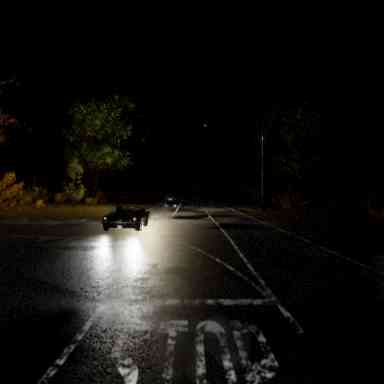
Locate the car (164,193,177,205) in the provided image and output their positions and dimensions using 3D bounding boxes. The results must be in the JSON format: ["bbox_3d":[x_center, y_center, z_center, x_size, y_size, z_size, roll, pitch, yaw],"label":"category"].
[{"bbox_3d":[-3.930,1.240,61.610,2.150,2.045,5.566,0,0,-1],"label":"car"}]

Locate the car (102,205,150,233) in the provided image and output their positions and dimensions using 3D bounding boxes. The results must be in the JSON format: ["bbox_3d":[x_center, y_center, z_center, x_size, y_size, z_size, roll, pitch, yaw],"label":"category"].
[{"bbox_3d":[-3.508,1.375,18.299,1.895,1.301,4.718,1,0,0],"label":"car"}]
